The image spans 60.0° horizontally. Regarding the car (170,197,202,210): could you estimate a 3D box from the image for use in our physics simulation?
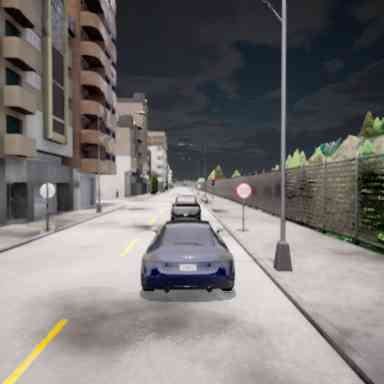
[{"bbox_3d":[-0.376,1.032,21.095,2.128,1.511,4.902,0,1,-1],"label":"car"}]

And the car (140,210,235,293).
[{"bbox_3d":[-0.115,1.378,8.420,1.994,1.385,4.181,0,1,-1],"label":"car"}]
